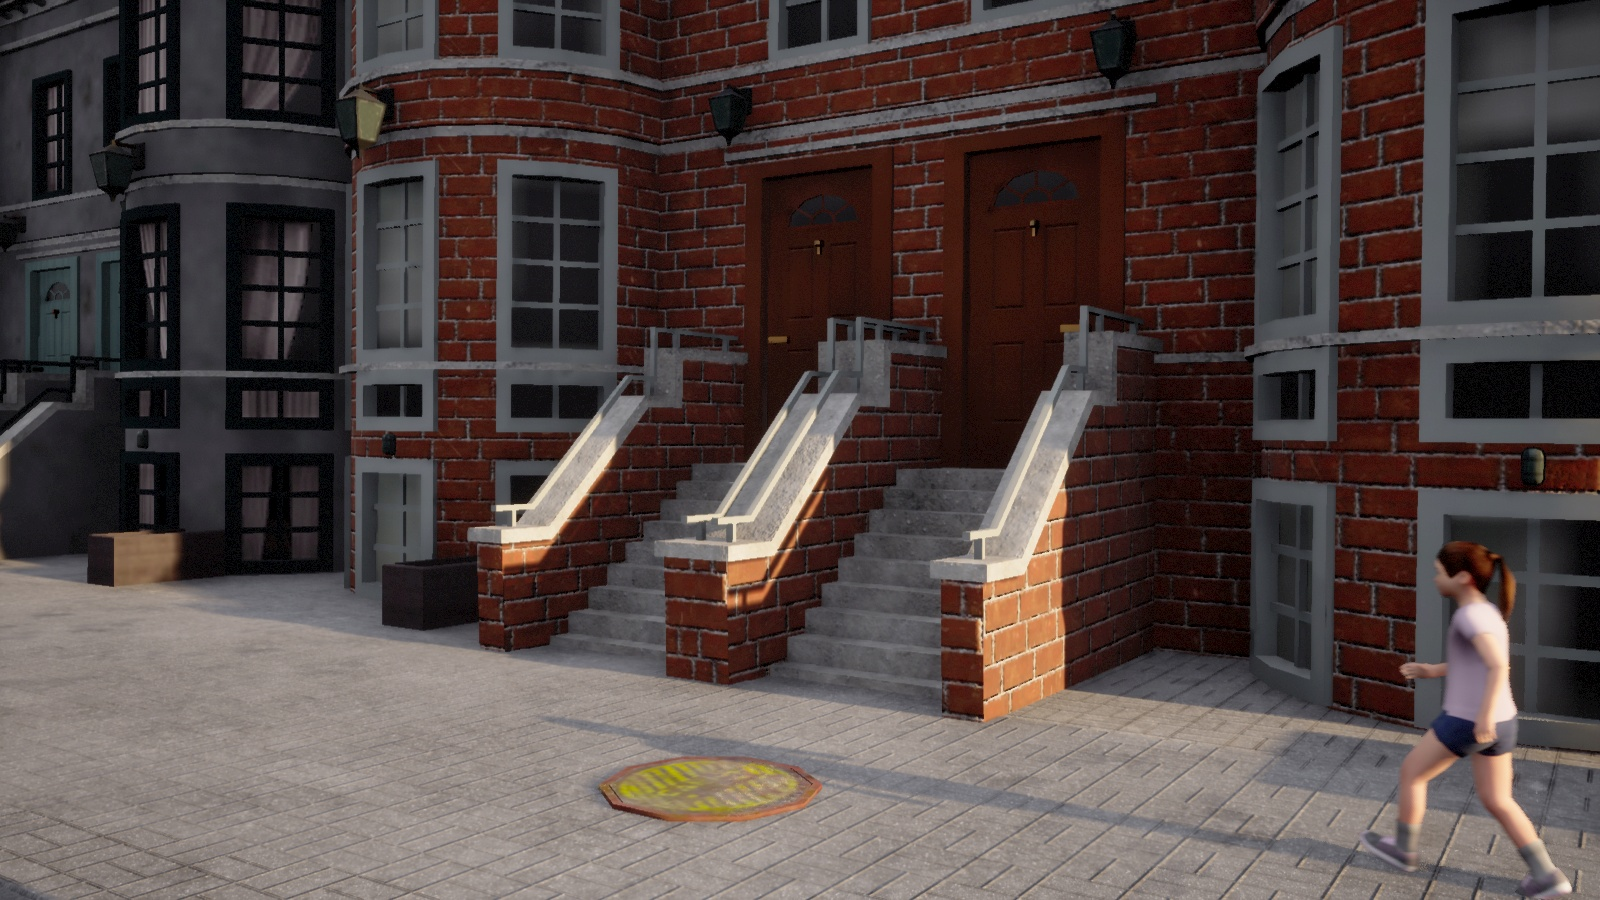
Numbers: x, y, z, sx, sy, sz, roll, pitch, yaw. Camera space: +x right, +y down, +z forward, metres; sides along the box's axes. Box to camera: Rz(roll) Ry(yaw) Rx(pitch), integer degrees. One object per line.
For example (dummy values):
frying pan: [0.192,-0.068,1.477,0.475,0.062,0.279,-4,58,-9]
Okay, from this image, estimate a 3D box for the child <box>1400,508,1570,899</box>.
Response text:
child: [2.109,0.748,3.876,0.255,1.110,0.394,-1,1,-41]
